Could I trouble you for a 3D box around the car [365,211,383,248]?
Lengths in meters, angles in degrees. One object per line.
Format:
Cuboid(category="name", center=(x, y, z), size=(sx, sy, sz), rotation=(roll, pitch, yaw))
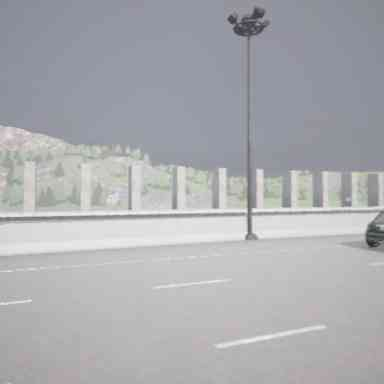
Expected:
Cuboid(category="car", center=(9.855, 1.550, 14.452), size=(4.553, 1.767, 2.097), rotation=(0, -1, -21))
